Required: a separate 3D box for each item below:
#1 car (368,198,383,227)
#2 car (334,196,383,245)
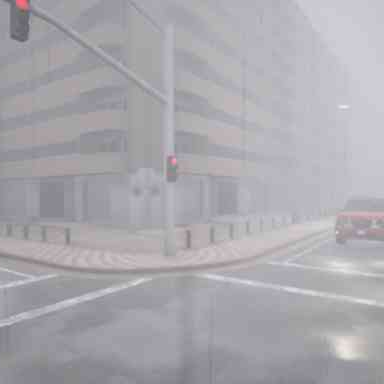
[{"bbox_3d":[13.481,1.339,22.606,2.097,1.767,4.553,-1,0,36],"label":"car"},{"bbox_3d":[8.104,1.209,15.115,2.150,2.045,5.566,-1,0,35],"label":"car"}]
